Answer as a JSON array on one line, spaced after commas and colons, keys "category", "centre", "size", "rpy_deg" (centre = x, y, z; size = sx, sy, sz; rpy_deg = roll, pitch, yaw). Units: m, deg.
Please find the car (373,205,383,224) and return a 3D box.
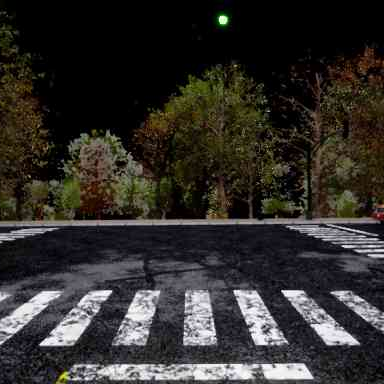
[{"category": "car", "centre": [14.638, 1.129, 21.152], "size": [5.566, 2.045, 2.150], "rpy_deg": [-1, -1, 1]}]
